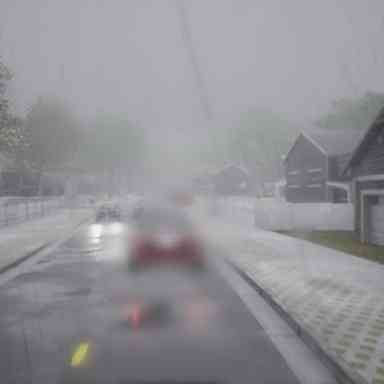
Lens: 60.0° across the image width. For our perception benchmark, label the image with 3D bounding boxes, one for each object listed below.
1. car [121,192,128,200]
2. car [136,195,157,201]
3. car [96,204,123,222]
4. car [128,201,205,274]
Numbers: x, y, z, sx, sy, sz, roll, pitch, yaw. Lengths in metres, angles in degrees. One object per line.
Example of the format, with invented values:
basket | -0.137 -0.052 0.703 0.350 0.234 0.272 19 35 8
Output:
car | -18.215 1.424 90.300 1.837 1.490 4.892 0 0 -10
car | -3.292 1.336 24.955 2.097 1.767 4.553 0 0 -10
car | -6.517 1.599 26.420 1.895 1.301 4.718 0 0 -10
car | -0.928 1.346 10.860 2.097 1.767 4.553 0 0 -7
